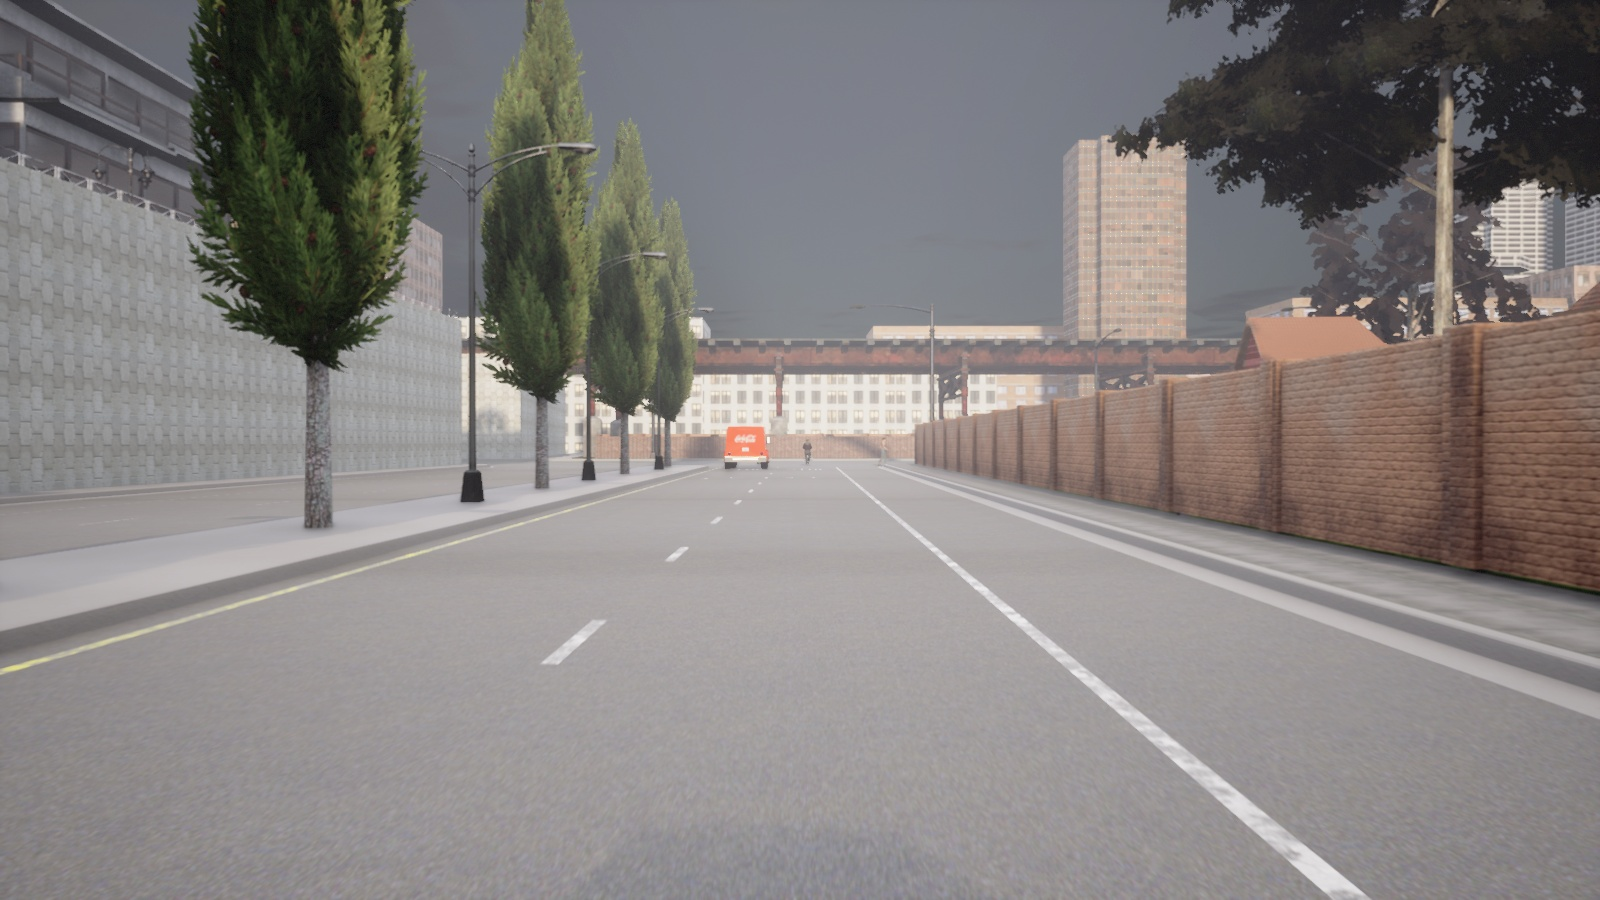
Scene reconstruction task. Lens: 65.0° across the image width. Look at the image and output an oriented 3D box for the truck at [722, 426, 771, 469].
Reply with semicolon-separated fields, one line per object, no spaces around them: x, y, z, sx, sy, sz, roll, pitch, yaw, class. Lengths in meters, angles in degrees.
-3.066;-0.157;73.557;2.627;2.467;5.204;0;0;0;truck
